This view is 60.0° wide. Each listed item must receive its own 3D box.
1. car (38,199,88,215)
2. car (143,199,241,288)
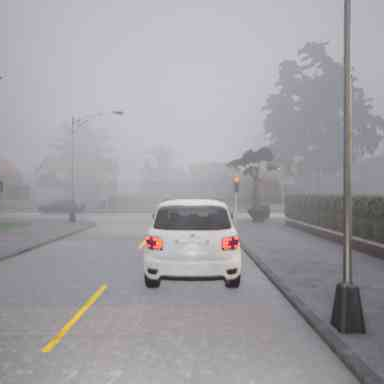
[{"bbox_3d":[-12.723,1.453,32.833,4.674,1.442,1.812,0,0,2],"label":"car"},{"bbox_3d":[0.024,1.201,9.294,2.150,2.045,5.566,0,0,0],"label":"car"}]
